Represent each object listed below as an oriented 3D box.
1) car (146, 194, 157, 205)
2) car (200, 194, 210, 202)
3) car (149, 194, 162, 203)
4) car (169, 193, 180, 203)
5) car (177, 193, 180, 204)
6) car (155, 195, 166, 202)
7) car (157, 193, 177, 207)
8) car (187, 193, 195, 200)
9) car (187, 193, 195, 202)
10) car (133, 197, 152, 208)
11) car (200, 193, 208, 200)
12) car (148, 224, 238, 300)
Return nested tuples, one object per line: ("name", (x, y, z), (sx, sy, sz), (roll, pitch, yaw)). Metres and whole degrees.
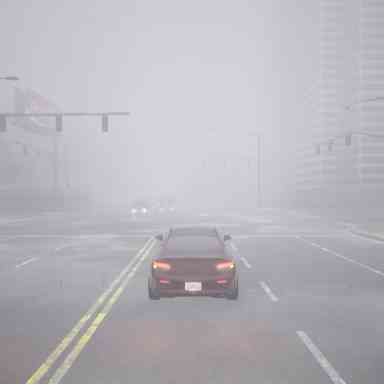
("car", (-7.306, 1.526, 56.991), (1.812, 1.442, 4.674), (0, 0, 0))
("car", (3.193, 1.515, 78.072), (2.128, 1.511, 4.902), (0, 0, 0))
("car", (-7.287, 1.352, 67.043), (2.097, 1.767, 4.553), (0, 0, 0))
("car", (-3.782, 1.225, 72.025), (2.150, 2.045, 5.566), (0, 0, 0))
("car", (-3.804, 1.221, 61.597), (2.150, 2.045, 5.566), (0, 0, 0))
("car", (-7.304, 1.525, 77.458), (2.128, 1.511, 4.902), (0, 0, 0))
("car", (-3.827, 1.222, 51.221), (2.150, 2.045, 5.566), (0, 0, -4))
("car", (-0.348, 1.184, 88.345), (2.097, 1.767, 4.553), (0, 0, 0))
("car", (-0.308, 1.584, 78.440), (1.895, 1.301, 4.718), (0, 0, 0))
("car", (-7.277, 1.601, 47.758), (1.895, 1.301, 4.718), (0, 0, 0))
("car", (3.152, 1.184, 88.360), (2.097, 1.767, 4.553), (0, 0, 0))
("car", (0.033, 1.526, 8.264), (1.812, 1.442, 4.674), (0, 0, 0))
